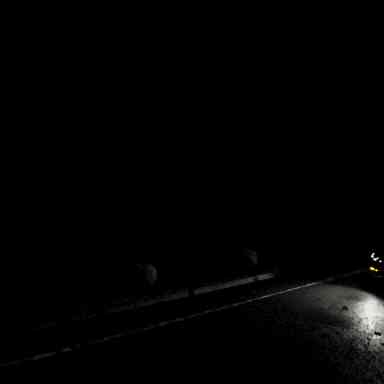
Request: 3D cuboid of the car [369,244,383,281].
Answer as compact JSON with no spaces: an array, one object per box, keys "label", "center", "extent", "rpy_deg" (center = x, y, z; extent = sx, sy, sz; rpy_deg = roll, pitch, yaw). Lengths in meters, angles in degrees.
[{"label":"car","center":[6.502,1.507,8.605],"extent":[4.892,1.490,1.837],"rpy_deg":[0,0,-35]}]
